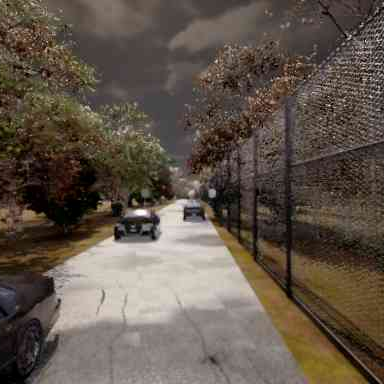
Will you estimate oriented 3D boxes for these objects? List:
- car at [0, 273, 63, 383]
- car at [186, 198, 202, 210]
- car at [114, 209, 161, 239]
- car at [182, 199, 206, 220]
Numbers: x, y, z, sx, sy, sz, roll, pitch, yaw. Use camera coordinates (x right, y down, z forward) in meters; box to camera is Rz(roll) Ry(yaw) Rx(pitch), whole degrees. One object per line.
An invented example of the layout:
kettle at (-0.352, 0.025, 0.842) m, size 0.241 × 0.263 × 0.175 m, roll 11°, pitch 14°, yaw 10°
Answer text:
car at (-2.847, 1.547, 2.690) m, size 2.033 × 1.411 × 5.357 m, roll 0°, pitch 0°, yaw 0°
car at (0.221, 1.593, 45.122) m, size 2.033 × 1.411 × 5.357 m, roll 0°, pitch 0°, yaw 0°
car at (-2.705, 1.579, 17.322) m, size 1.994 × 1.385 × 4.181 m, roll 0°, pitch 0°, yaw 0°
car at (0.177, 1.536, 28.845) m, size 1.837 × 1.490 × 4.892 m, roll 0°, pitch 0°, yaw 0°
